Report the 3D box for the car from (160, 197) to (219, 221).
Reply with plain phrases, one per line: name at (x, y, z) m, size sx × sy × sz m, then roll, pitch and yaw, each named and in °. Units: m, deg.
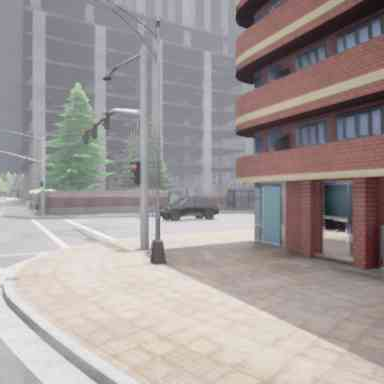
car at (-0.287, 1.422, 29.171) m, size 5.566 × 2.045 × 2.150 m, roll 0°, pitch 0°, yaw -29°
